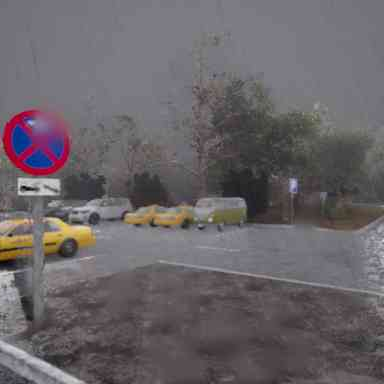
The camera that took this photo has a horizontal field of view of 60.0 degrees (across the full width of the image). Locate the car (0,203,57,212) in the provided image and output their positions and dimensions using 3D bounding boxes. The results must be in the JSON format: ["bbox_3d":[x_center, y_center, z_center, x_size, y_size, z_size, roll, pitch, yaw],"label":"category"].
[{"bbox_3d":[-8.126,1.498,13.105,2.185,1.767,4.553,-1,-1,35],"label":"car"}]

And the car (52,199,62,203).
[{"bbox_3d":[-11.824,1.692,30.586,2.435,2.045,5.566,-2,-1,35],"label":"car"}]

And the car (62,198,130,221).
[{"bbox_3d":[-7.340,1.539,27.469,2.435,2.045,5.566,-2,-1,35],"label":"car"}]

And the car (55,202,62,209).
[{"bbox_3d":[-9.614,1.868,29.077,2.231,1.521,4.892,-2,-1,35],"label":"car"}]

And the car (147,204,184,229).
[{"bbox_3d":[-0.356,1.615,22.828,1.946,1.575,5.366,-1,-1,35],"label":"car"}]

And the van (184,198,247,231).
[{"bbox_3d":[1.754,1.348,20.978,1.878,1.987,4.442,-1,-1,35],"label":"van"}]

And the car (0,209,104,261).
[{"bbox_3d":[-5.860,1.574,11.251,1.946,1.575,5.366,-1,-1,35],"label":"car"}]

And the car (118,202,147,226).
[{"bbox_3d":[-2.534,1.663,24.357,1.946,1.575,5.366,-1,-1,35],"label":"car"}]
